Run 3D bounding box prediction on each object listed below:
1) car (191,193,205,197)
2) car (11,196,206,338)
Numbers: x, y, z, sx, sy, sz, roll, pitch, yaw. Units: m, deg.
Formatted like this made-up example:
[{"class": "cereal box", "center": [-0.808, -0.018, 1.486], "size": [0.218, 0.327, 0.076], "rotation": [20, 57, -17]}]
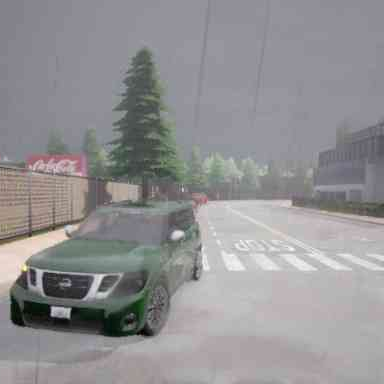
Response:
[{"class": "car", "center": [0.963, 1.157, 57.562], "size": [2.150, 2.045, 5.566], "rotation": [-1, 0, 13]}, {"class": "car", "center": [-1.176, 1.253, 7.165], "size": [2.150, 2.045, 5.566], "rotation": [1, 0, 12]}]
